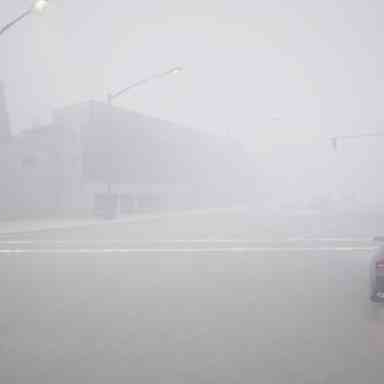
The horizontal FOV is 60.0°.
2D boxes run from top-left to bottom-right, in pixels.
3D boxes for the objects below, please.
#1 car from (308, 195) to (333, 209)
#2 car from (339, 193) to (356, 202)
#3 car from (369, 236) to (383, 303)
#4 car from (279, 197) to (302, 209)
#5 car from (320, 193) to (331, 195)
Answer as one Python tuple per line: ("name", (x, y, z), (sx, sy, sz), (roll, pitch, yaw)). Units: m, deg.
("car", (15.904, 1.375, 41.130), (1.895, 1.301, 4.718), (0, 1, 35))
("car", (25.789, 0.902, 55.140), (1.882, 1.535, 5.008), (0, 0, 36))
("car", (5.280, 1.515, 7.552), (1.837, 1.490, 4.892), (-1, 0, 35))
("car", (12.815, 1.335, 42.819), (1.812, 1.442, 4.674), (0, 1, 35))
("car", (22.671, 0.957, 56.792), (1.837, 1.490, 4.892), (-1, 0, 36))
